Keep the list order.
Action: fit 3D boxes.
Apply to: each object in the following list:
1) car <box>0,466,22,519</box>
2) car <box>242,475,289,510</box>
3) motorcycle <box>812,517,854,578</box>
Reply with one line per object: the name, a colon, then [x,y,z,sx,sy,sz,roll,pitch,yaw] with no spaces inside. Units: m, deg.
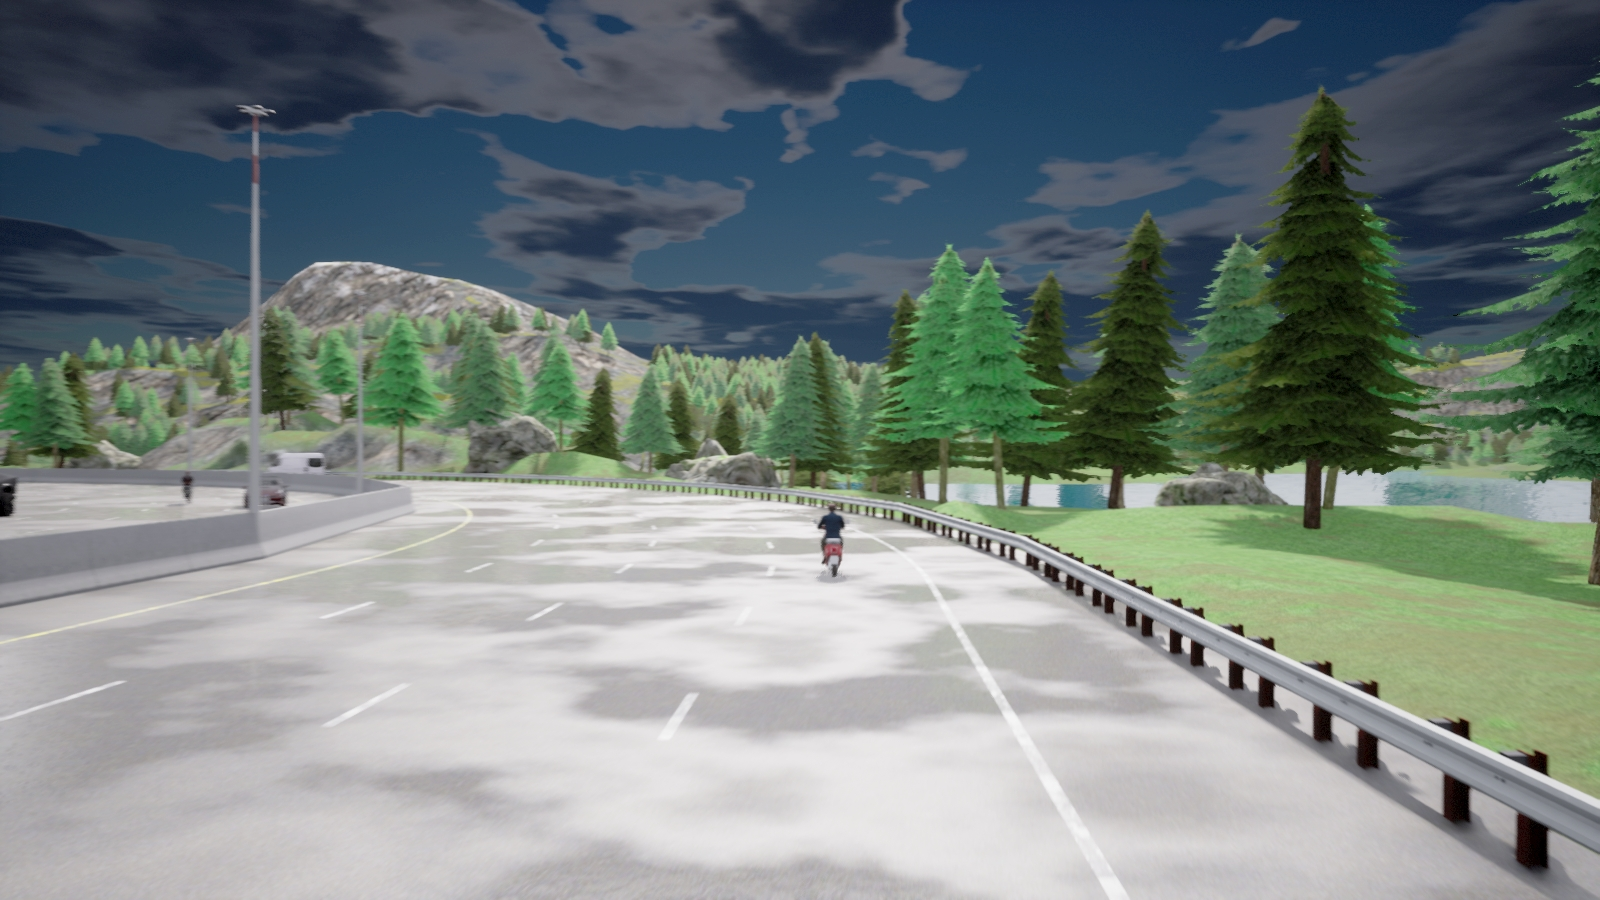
car: [-33.193,1.738,45.094,2.390,2.098,6.274,0,0,-17]
car: [-26.264,2.041,56.156,2.007,1.525,4.514,0,0,-25]
motorcycle: [0.743,2.201,26.080,0.856,1.236,1.805,-1,0,-1]
